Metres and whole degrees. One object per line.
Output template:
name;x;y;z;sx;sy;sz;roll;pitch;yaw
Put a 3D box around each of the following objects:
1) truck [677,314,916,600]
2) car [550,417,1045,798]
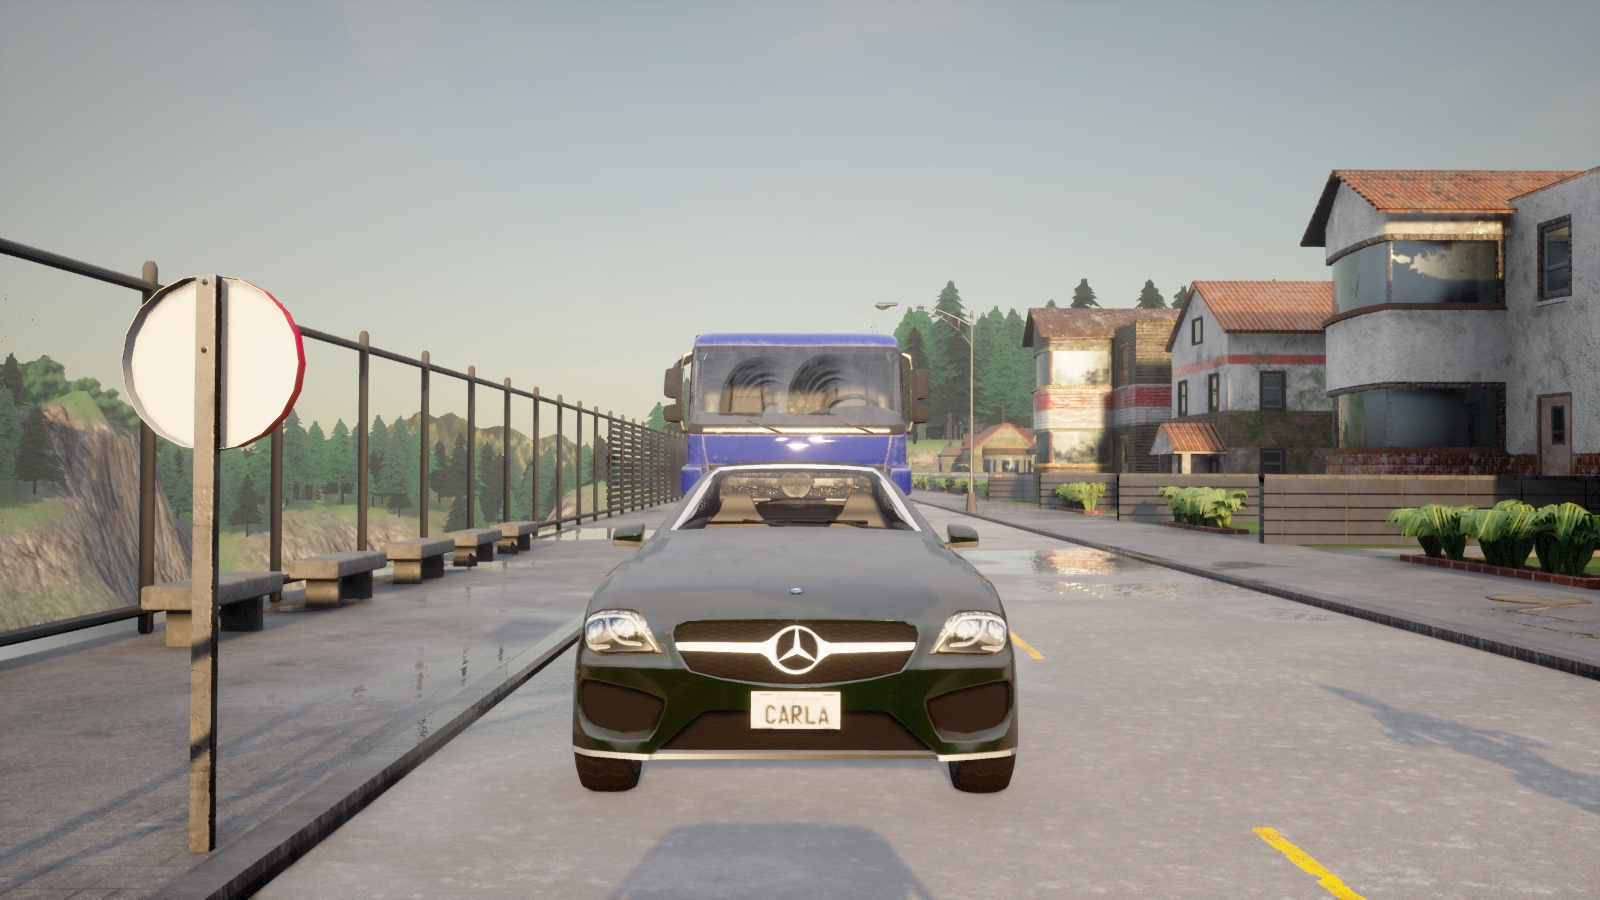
truck;-0.052;0.155;19.219;2.891;3.462;7.936;0;-1;0
car;-0.021;0.727;7.996;2.152;1.651;5.027;0;-1;0
